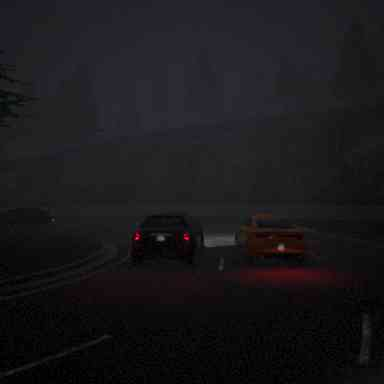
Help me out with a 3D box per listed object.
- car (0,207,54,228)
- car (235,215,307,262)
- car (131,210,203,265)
[{"bbox_3d":[-13.172,1.924,25.465,4.892,1.490,1.837,0,-2,-8],"label":"car"},{"bbox_3d":[2.847,1.607,12.774,1.882,1.535,5.008,0,-1,2],"label":"car"},{"bbox_3d":[-0.774,1.511,12.554,2.097,1.767,4.553,-1,-1,5],"label":"car"}]
